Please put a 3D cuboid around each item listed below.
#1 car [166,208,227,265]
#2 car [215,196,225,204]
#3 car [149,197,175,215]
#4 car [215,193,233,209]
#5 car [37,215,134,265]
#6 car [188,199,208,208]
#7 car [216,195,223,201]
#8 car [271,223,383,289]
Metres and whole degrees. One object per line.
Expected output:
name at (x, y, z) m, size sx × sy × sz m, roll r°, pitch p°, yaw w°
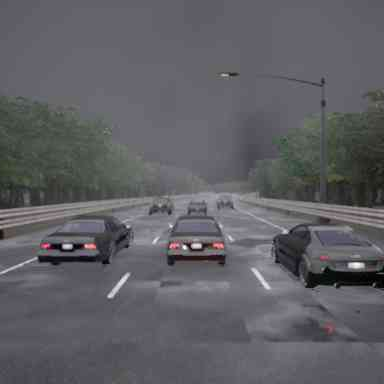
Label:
car at (0.149, 1.519, 11.601) m, size 2.033 × 1.411 × 5.357 m, roll 0°, pitch 0°, yaw 1°
car at (5.721, 1.551, 68.963) m, size 1.882 × 1.535 × 5.008 m, roll 0°, pitch 0°, yaw 4°
car at (-2.920, 1.308, 33.187) m, size 2.097 × 1.767 × 4.553 m, roll 0°, pitch 0°, yaw 2°
car at (4.414, 1.329, 45.137) m, size 2.097 × 1.767 × 4.553 m, roll 0°, pitch 0°, yaw 2°
car at (-3.352, 1.519, 11.509) m, size 2.033 × 1.411 × 5.357 m, roll 0°, pitch 0°, yaw 1°
car at (0.587, 1.449, 33.407) m, size 2.128 × 1.511 × 4.902 m, roll 0°, pitch 0°, yaw 2°
car at (7.494, 1.692, 91.702) m, size 1.812 × 1.442 × 4.674 m, roll 0°, pitch 0°, yaw 5°
car at (3.530, 1.541, 9.116) m, size 1.994 × 1.385 × 4.181 m, roll 0°, pitch 0°, yaw 0°
